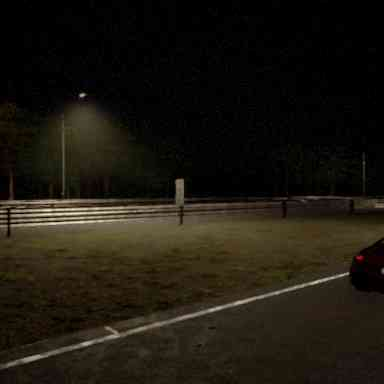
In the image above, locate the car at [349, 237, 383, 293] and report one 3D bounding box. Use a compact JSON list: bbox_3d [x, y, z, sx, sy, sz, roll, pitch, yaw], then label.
[{"bbox_3d":[5.505,1.533,7.669,4.181,1.385,1.994,0,0,-35],"label":"car"}]
